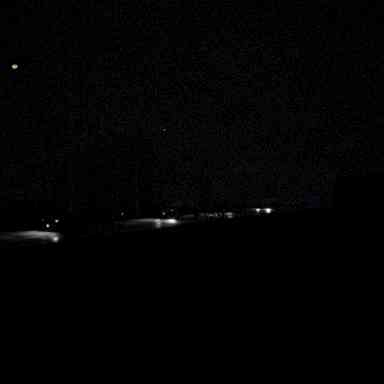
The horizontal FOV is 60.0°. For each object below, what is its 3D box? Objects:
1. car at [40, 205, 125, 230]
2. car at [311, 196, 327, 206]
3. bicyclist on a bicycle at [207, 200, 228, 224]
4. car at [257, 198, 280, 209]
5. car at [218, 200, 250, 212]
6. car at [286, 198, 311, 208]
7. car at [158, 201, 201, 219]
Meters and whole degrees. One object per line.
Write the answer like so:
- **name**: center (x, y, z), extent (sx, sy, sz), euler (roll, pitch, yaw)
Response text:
- **car**: center (-6.728, 1.537, 21.150), extent (2.033, 1.411, 5.357), euler (-1, -1, 34)
- **car**: center (21.217, 1.481, 55.714), extent (1.882, 1.535, 5.008), euler (-1, -1, 35)
- **bicyclist on a bicycle**: center (1.741, 1.348, 22.827), extent (1.656, 1.620, 0.582), euler (0, 0, 35)
- **car**: center (10.594, 1.497, 45.672), extent (1.812, 1.442, 4.674), euler (-1, -1, 36)
- **car**: center (4.768, 1.555, 37.478), extent (1.895, 1.301, 4.718), euler (-1, -1, 35)
- **car**: center (14.693, 1.496, 46.444), extent (1.994, 1.385, 4.181), euler (-1, -1, 34)
- **car**: center (-0.998, 1.493, 29.325), extent (1.812, 1.442, 4.674), euler (-1, -1, 35)
